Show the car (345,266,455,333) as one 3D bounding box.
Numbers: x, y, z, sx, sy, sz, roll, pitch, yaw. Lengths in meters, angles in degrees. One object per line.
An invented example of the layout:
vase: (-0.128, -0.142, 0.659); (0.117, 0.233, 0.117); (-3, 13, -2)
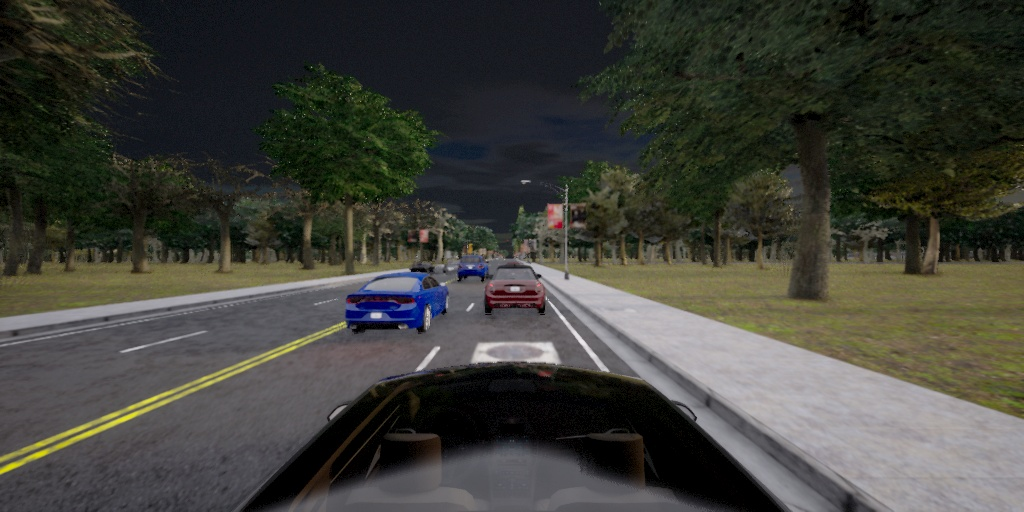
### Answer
car: (-3.148, 1.228, 10.797); (1.882, 1.535, 5.008); (0, 0, 0)

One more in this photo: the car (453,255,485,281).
car: (-3.143, 0.979, 29.713); (2.150, 2.045, 5.566); (0, 0, 0)

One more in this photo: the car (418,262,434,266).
car: (-9.834, 1.365, 39.806); (1.895, 1.301, 4.718); (0, 0, 0)

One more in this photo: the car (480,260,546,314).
car: (0.104, 1.102, 13.874); (2.097, 1.767, 4.553); (0, 0, 0)

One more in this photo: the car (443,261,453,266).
car: (-6.579, 1.257, 40.582); (2.128, 1.511, 4.902); (0, 0, 0)
